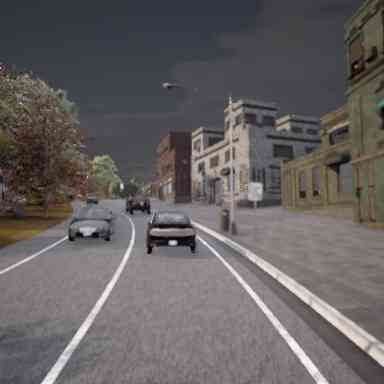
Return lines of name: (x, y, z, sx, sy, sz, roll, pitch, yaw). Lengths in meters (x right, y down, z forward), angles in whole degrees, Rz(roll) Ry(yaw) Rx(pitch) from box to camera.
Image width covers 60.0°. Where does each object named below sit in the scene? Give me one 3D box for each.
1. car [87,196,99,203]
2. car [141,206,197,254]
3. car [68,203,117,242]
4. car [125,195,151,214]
car: (-17.014, 1.457, 56.847, 2.033, 1.411, 5.357, 2, 0, -20)
car: (-0.943, 1.533, 13.814, 2.128, 1.511, 4.902, 0, 0, -7)
car: (-4.777, 1.510, 16.480, 2.128, 1.511, 4.902, 1, 0, -9)
car: (-5.988, 1.333, 36.711, 2.150, 2.045, 5.566, 2, 0, -18)
